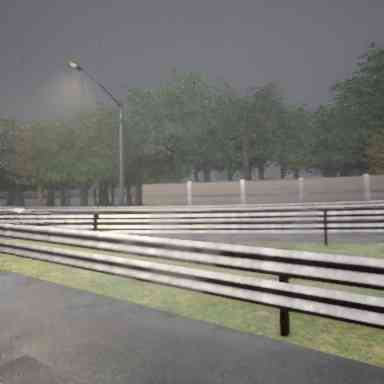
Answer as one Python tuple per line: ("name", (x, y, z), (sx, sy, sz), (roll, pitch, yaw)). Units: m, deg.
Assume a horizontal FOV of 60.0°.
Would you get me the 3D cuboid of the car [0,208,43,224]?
("car", (-12.968, 1.904, 23.753), (4.674, 1.442, 1.812), (-1, -1, 12))
